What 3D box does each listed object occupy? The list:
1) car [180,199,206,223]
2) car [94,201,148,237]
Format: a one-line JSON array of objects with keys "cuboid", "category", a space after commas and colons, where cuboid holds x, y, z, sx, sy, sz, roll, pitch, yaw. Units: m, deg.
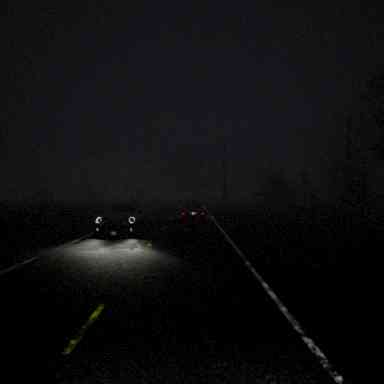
[{"cuboid": [0.073, 1.483, 24.878, 2.033, 1.411, 5.357, 0, 0, 0], "category": "car"}, {"cuboid": [-3.617, 1.306, 17.567, 2.097, 1.767, 4.553, 0, 0, 0], "category": "car"}]
